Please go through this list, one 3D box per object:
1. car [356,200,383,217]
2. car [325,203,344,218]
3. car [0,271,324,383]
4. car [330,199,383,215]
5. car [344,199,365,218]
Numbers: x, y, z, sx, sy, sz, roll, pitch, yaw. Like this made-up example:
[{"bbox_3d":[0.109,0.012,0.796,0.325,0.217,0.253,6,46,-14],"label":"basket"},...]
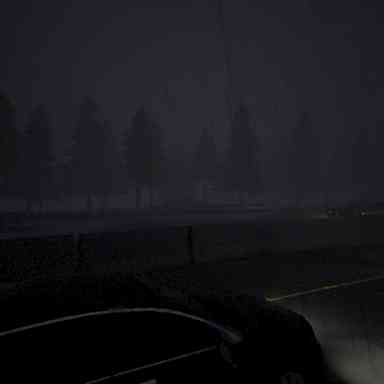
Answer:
[{"bbox_3d":[13.624,1.477,21.692,5.008,1.535,1.882,0,0,-17],"label":"car"},{"bbox_3d":[13.748,1.564,28.979,4.181,1.385,1.994,0,0,-16],"label":"car"},{"bbox_3d":[-0.863,1.506,2.897,4.892,1.490,1.837,0,0,-34],"label":"car"},{"bbox_3d":[16.611,1.477,33.385,5.008,1.535,1.882,0,0,-13],"label":"car"},{"bbox_3d":[14.623,1.505,25.612,4.892,1.490,1.837,0,0,-16],"label":"car"}]
